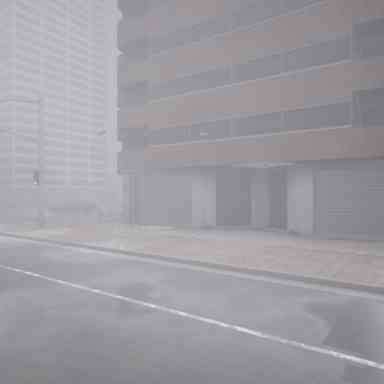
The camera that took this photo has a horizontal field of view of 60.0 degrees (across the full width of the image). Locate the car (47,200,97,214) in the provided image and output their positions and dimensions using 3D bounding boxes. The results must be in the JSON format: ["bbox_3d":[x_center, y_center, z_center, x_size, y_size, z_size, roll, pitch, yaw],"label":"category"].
[{"bbox_3d":[-13.011,1.547,36.519,2.033,1.411,5.357,0,0,35],"label":"car"}]

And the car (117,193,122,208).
[{"bbox_3d":[-7.314,1.352,44.640,2.097,1.767,4.553,0,0,35],"label":"car"}]
